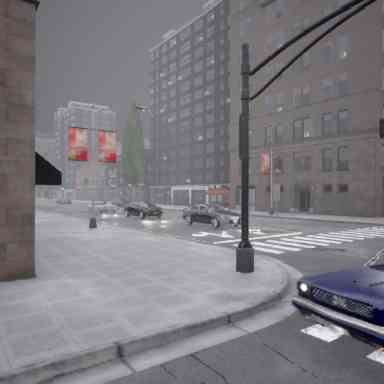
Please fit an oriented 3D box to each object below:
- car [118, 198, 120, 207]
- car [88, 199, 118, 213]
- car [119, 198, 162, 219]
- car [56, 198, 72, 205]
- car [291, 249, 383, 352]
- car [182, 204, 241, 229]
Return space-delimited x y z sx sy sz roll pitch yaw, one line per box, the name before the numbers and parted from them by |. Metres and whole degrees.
car | -6.761 1.705 39.590 1.994 1.385 4.181 0 0 -36
car | -10.480 1.741 38.868 1.895 1.301 4.718 0 0 -36
car | -4.578 1.579 30.634 1.882 1.535 5.008 0 0 -35
car | -25.210 1.804 65.271 2.033 1.411 5.357 0 0 -36
car | 4.014 1.595 5.613 4.718 1.301 1.895 0 0 -27
car | 1.246 1.554 22.524 2.128 1.511 4.902 0 0 -36
